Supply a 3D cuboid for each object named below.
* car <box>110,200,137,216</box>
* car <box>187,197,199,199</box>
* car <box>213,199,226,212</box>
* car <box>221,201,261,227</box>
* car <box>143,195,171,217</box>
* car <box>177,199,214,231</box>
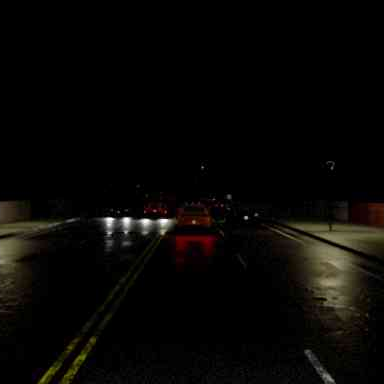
[{"bbox_3d":[-6.496,1.530,31.804,1.837,1.490,4.892,0,0,0],"label":"car"},{"bbox_3d":[0.106,1.320,39.360,2.097,1.767,4.553,0,0,0],"label":"car"},{"bbox_3d":[3.327,1.516,39.127,2.033,1.411,5.357,0,0,0],"label":"car"},{"bbox_3d":[3.352,1.548,22.587,1.994,1.385,4.181,0,0,0],"label":"car"},{"bbox_3d":[-3.246,1.303,31.772,2.150,2.045,5.566,0,0,0],"label":"car"},{"bbox_3d":[0.102,1.462,20.478,1.882,1.535,5.008,0,0,0],"label":"car"}]
